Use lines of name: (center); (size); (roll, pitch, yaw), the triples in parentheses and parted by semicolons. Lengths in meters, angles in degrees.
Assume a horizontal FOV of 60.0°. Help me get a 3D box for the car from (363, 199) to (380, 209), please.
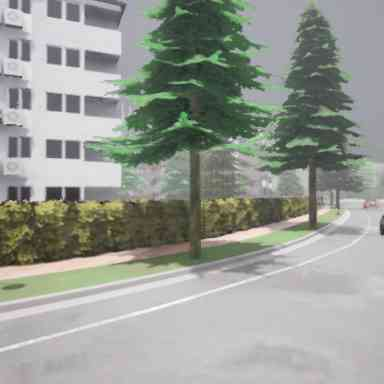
car: (30.599, 1.918, 56.766); (2.097, 1.767, 4.553); (0, -1, 23)

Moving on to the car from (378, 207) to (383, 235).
car: (12.115, 1.756, 19.369); (1.994, 1.385, 4.181); (0, -1, 30)
